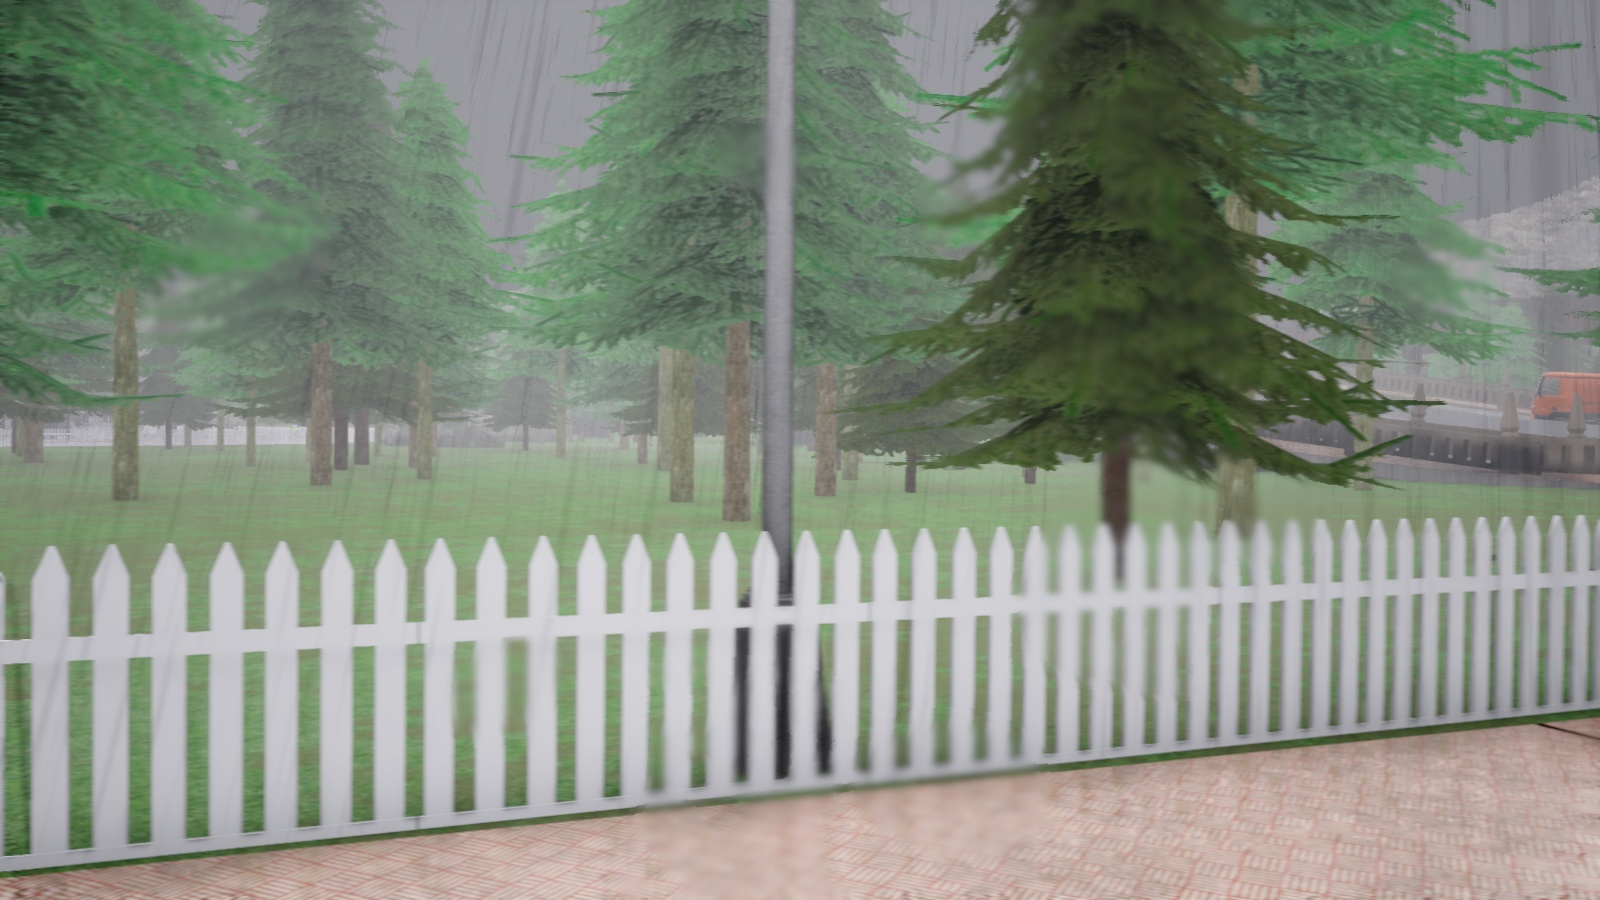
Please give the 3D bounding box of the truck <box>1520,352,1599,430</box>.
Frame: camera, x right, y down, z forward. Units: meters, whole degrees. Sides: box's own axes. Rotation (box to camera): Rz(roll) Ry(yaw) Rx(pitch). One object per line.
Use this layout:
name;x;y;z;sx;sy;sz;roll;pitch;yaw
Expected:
truck;38.817;-2.714;59.349;2.891;3.462;7.936;-1;7;-22
